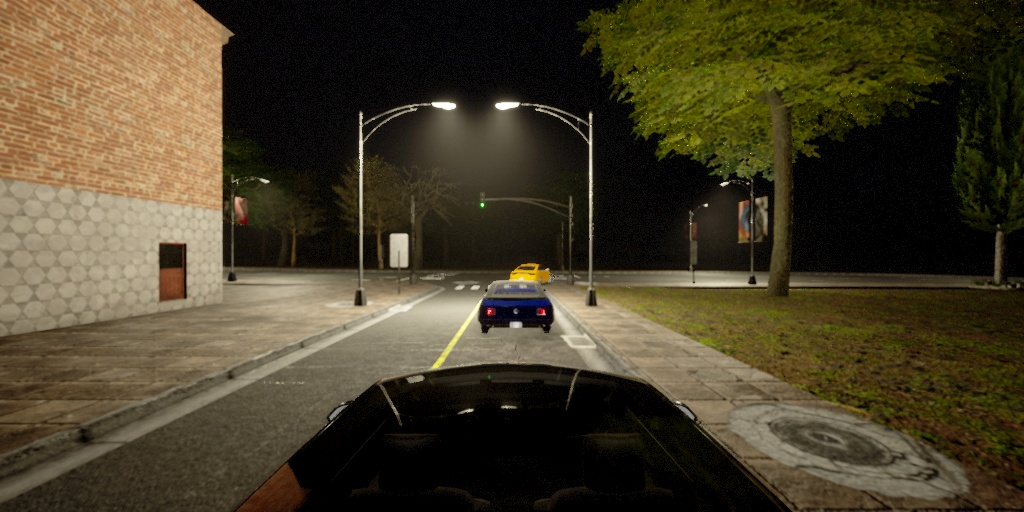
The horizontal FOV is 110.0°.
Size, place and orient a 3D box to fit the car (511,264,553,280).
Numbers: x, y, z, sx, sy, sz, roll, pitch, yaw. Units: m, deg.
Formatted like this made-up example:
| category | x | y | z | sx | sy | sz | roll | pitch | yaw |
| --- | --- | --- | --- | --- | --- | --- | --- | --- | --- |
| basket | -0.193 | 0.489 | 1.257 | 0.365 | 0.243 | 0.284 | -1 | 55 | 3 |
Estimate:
| category | x | y | z | sx | sy | sz | roll | pitch | yaw |
| --- | --- | --- | --- | --- | --- | --- | --- | --- | --- |
| car | 1.468 | 1.310 | 25.385 | 1.882 | 1.535 | 5.008 | 0 | 1 | 19 |

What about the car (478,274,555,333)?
| category | x | y | z | sx | sy | sz | roll | pitch | yaw |
| --- | --- | --- | --- | --- | --- | --- | --- | --- | --- |
| car | 0.103 | 1.385 | 10.866 | 1.895 | 1.301 | 4.718 | 0 | 0 | 0 |
